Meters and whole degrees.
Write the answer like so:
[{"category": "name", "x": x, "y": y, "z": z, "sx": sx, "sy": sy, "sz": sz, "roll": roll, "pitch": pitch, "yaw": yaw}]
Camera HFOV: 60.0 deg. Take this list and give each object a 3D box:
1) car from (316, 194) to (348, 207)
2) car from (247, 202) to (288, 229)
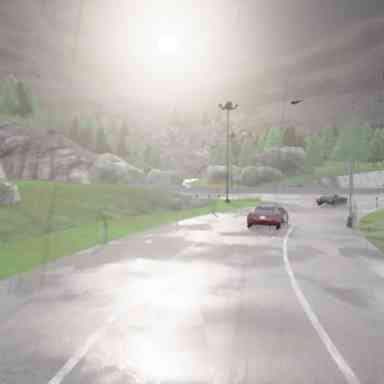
[{"category": "car", "x": 15.323, "y": 0.846, "z": 36.197, "sx": 1.895, "sy": 1.301, "sz": 4.718, "roll": 2, "pitch": 3, "yaw": 43}, {"category": "car", "x": 4.642, "y": 1.322, "z": 20.137, "sx": 1.994, "sy": 1.385, "sz": 4.181, "roll": 1, "pitch": 2, "yaw": 22}]
